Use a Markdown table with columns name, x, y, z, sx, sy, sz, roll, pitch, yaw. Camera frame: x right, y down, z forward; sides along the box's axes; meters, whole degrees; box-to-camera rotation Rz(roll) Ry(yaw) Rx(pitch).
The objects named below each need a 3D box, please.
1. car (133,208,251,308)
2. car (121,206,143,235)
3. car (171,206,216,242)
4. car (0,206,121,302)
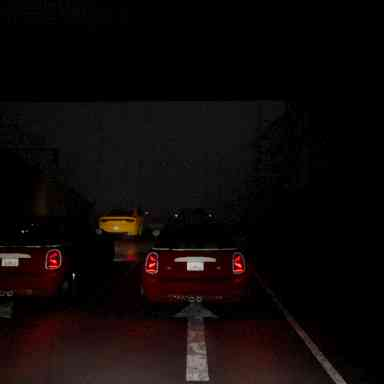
| name | x | y | z | sx | sy | sz | roll | pitch | yaw |
| --- | --- | --- | --- | --- | --- | --- | --- | --- | --- |
| car | 0.067 | 1.352 | 8.092 | 2.097 | 1.767 | 4.553 | 0 | 0 | 0 |
| car | -3.433 | 1.478 | 17.508 | 1.882 | 1.535 | 5.008 | 0 | 0 | 0 |
| car | 0.068 | 1.547 | 17.618 | 2.033 | 1.411 | 5.357 | 0 | 0 | 0 |
| car | -3.428 | 1.352 | 8.419 | 2.097 | 1.767 | 4.553 | 0 | 0 | 0 |
